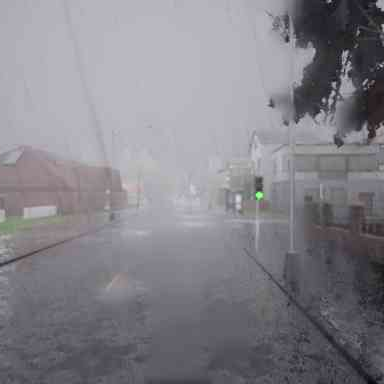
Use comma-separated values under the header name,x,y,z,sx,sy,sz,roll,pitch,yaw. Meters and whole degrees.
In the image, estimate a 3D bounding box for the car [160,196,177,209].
name,x,y,z,sx,sy,sz,roll,pitch,yaw
car,-4.020,1.892,53.293,2.128,1.511,4.902,0,0,1

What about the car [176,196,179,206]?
name,x,y,z,sx,sy,sz,roll,pitch,yaw
car,-3.963,1.867,68.829,2.150,2.045,5.566,1,-1,0
